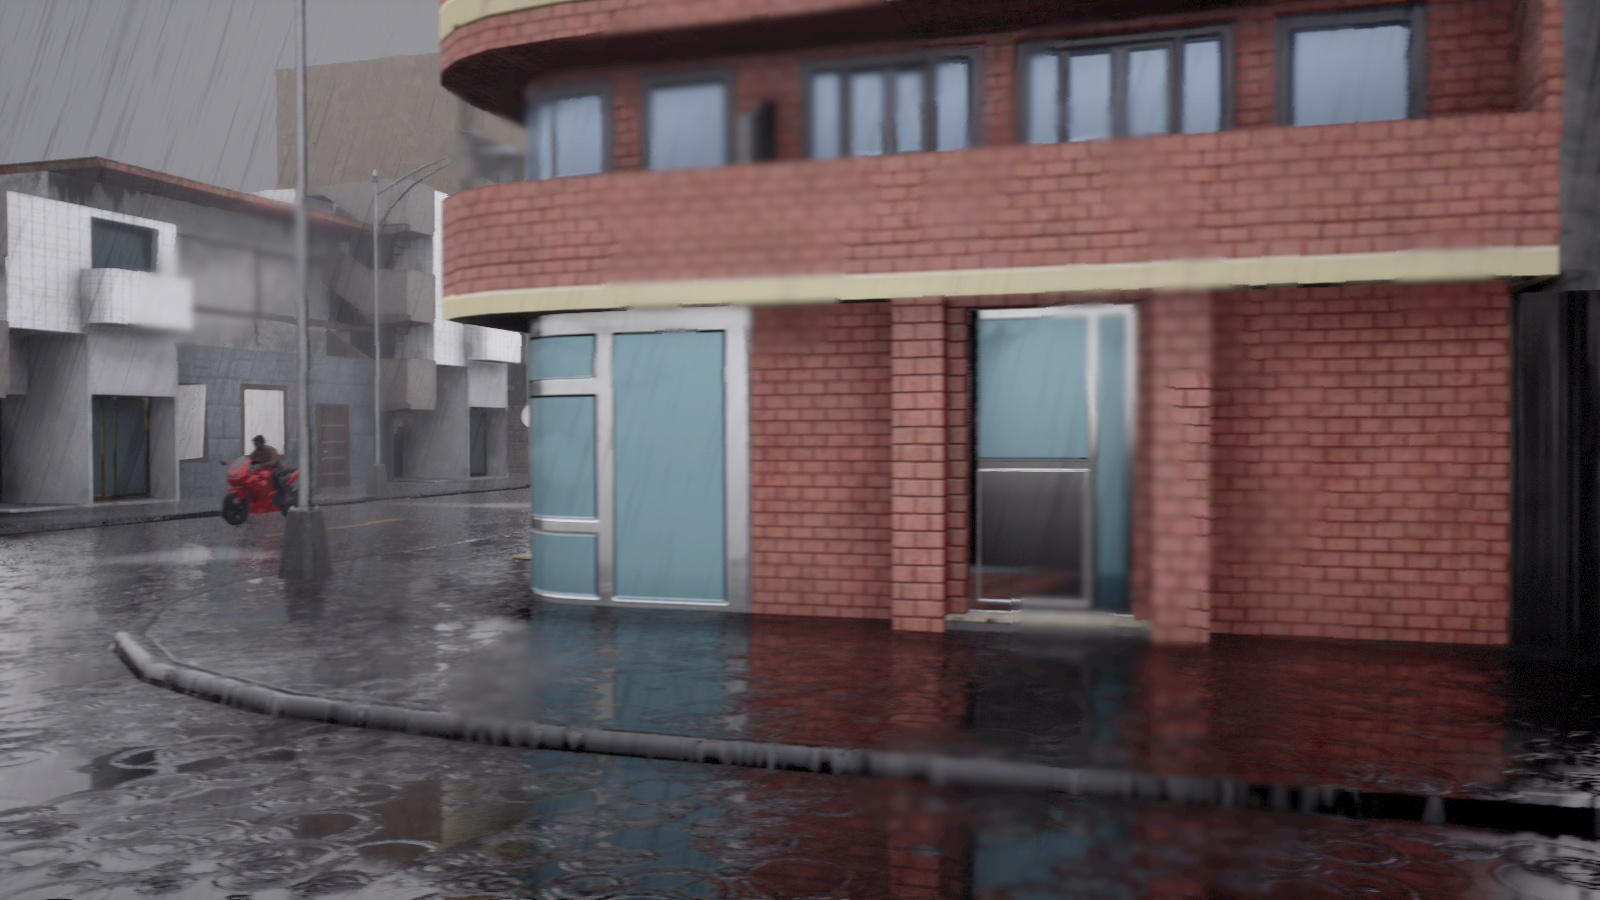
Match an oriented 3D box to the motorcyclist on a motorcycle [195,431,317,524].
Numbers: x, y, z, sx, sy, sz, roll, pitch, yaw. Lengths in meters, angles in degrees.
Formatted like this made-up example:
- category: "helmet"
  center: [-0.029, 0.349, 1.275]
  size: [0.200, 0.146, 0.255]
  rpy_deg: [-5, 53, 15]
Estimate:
- category: "motorcyclist on a motorcycle"
  center: [-9.319, 0.432, 21.613]
  size: [0.797, 1.523, 2.044]
  rpy_deg: [1, 1, 17]
